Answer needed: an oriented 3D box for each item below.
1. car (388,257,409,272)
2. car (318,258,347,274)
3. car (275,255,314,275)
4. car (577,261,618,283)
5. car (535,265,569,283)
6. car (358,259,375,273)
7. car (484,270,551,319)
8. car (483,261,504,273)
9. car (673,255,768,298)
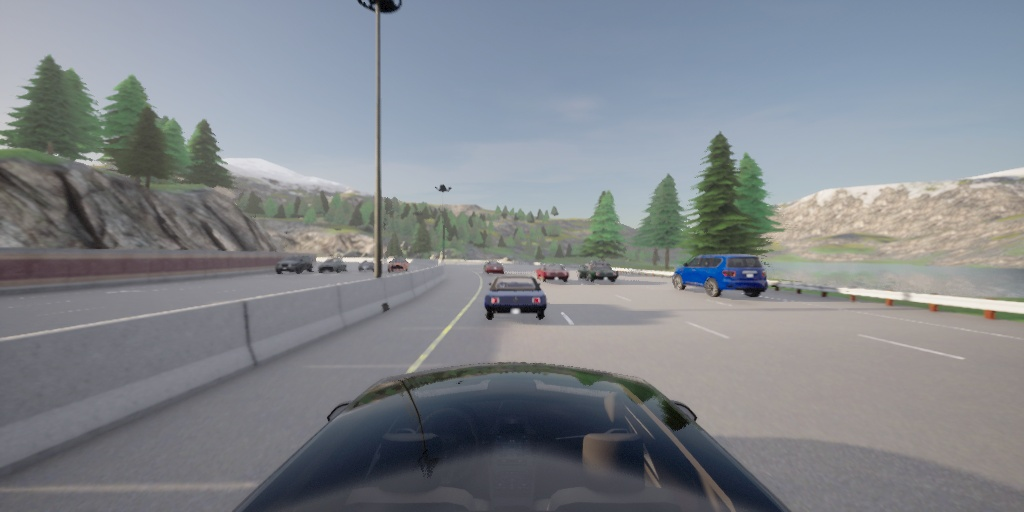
[{"bbox_3d":[-13.715,1.029,43.647,2.097,1.767,4.553,0,0,-12],"label":"car"},{"bbox_3d":[-20.241,1.031,40.563,2.097,1.767,4.553,0,0,-11],"label":"car"},{"bbox_3d":[-23.456,0.900,38.914,2.150,2.045,5.566,0,0,-11],"label":"car"},{"bbox_3d":[6.487,1.314,27.738,1.895,1.301,4.718,0,0,-5],"label":"car"},{"bbox_3d":[2.983,1.312,27.738,1.895,1.301,4.718,0,0,-5],"label":"car"},{"bbox_3d":[-17.200,1.168,43.237,2.128,1.511,4.902,0,0,-12],"label":"car"},{"bbox_3d":[0.096,1.334,12.764,1.895,1.301,4.718,0,0,0],"label":"car"},{"bbox_3d":[-2.148,1.254,40.201,1.994,1.385,4.181,0,0,-10],"label":"car"},{"bbox_3d":[10.531,0.953,18.640,2.150,2.045,5.566,0,0,-1],"label":"car"}]
